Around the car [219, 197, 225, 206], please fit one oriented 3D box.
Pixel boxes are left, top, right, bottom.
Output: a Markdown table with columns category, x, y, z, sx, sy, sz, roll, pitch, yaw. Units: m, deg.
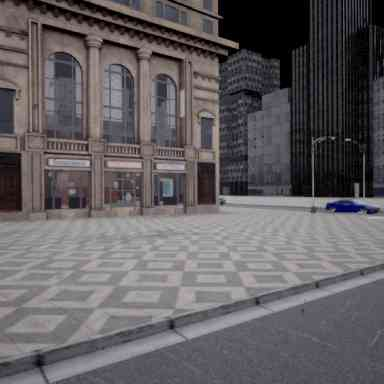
| category | x | y | z | sx | sy | sz | roll | pitch | yaw |
| --- | --- | --- | --- | --- | --- | --- | --- | --- | --- |
| car | 2.756 | 1.098 | 51.407 | 2.150 | 2.045 | 5.566 | -1 | 1 | -34 |

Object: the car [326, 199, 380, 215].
| category | x | y | z | sx | sy | sz | roll | pitch | yaw |
| --- | --- | --- | --- | --- | --- | --- | --- | --- | --- |
| car | 15.590 | 1.420 | 32.405 | 1.882 | 1.535 | 5.008 | -1 | 1 | -34 |
